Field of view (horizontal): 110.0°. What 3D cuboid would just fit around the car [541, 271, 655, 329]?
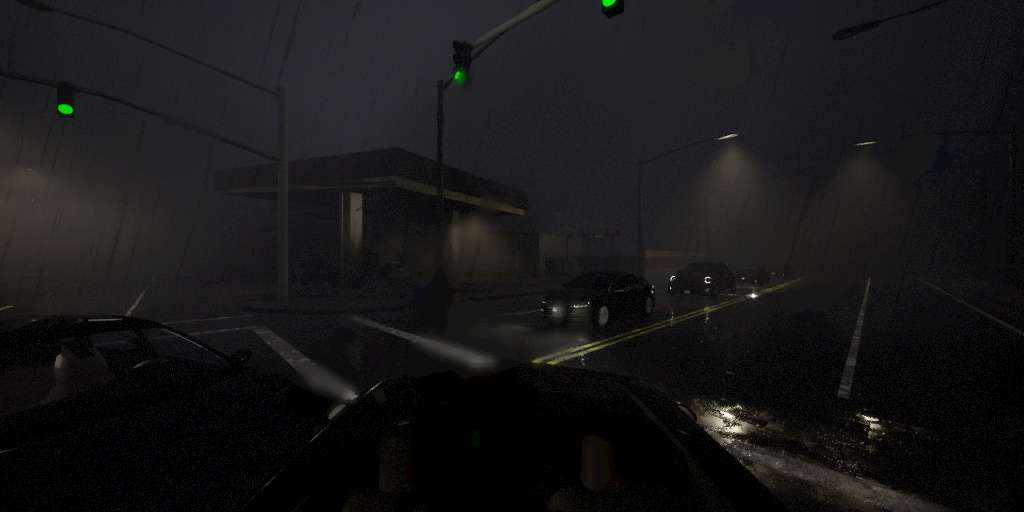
[{"bbox_3d":[2.930,1.255,11.557,1.837,1.490,4.892,0,0,45],"label":"car"}]

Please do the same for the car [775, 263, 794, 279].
[{"bbox_3d":[23.916,1.314,32.280,4.181,1.385,1.994,0,0,-44],"label":"car"}]

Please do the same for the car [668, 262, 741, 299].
[{"bbox_3d":[9.797,1.102,18.374,4.553,1.767,2.097,0,0,-45],"label":"car"}]

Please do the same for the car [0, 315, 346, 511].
[{"bbox_3d":[-3.410,1.242,2.566,4.902,1.511,2.128,0,0,15],"label":"car"}]

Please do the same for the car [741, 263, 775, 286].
[{"bbox_3d":[16.753,1.314,25.256,1.994,1.385,4.181,0,0,44],"label":"car"}]
